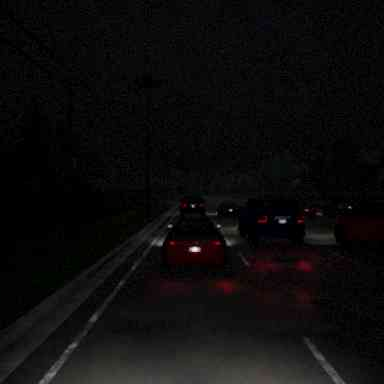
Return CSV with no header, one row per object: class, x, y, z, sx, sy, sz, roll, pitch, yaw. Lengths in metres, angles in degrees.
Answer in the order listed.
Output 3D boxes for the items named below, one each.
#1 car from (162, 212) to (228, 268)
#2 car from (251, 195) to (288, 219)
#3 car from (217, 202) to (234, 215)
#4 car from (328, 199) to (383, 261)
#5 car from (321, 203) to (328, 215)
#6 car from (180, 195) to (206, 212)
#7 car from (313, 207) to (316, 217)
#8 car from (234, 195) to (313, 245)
car,0.081,1.599,11.392,1.994,1.385,4.181,0,0,0
car,7.093,1.316,31.117,2.150,2.045,5.566,0,0,0
car,3.592,1.663,32.830,1.994,1.385,4.181,0,0,0
car,7.081,1.258,11.719,2.150,2.045,5.566,0,0,0
car,14.091,1.448,31.865,2.097,1.767,4.553,0,0,0
car,0.093,1.316,31.138,2.150,2.045,5.566,0,0,0
car,10.592,1.663,32.672,1.994,1.385,4.181,0,0,0
car,3.588,1.270,15.899,2.150,2.045,5.566,0,0,0
